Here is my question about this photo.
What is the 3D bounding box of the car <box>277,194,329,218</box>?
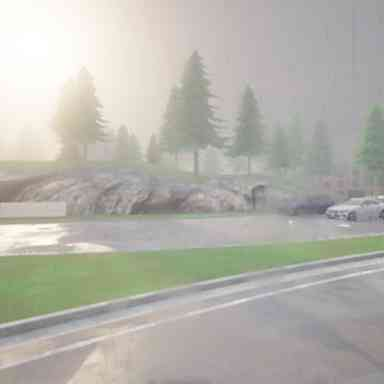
[{"bbox_3d":[8.714,0.989,25.311,4.553,1.767,2.097,-1,1,-22],"label":"car"}]

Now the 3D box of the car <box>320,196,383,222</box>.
[{"bbox_3d":[11.327,1.152,22.601,4.674,1.442,1.812,-1,1,-22],"label":"car"}]
